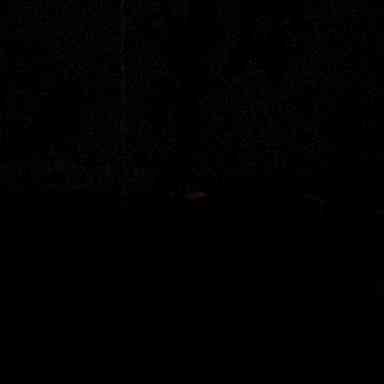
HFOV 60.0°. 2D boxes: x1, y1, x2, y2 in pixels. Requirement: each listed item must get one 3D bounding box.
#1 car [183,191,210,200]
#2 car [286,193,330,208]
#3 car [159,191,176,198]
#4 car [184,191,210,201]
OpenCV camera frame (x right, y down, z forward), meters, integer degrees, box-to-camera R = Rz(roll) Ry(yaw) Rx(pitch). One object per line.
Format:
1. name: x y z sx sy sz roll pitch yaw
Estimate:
1. car: 0.721 0.594 59.123 2.033 1.411 5.357 0 1 -35
2. car: 12.925 0.948 37.146 1.882 1.535 5.008 0 1 -36
3. car: -4.936 0.445 66.906 1.994 1.385 4.181 0 1 -36
4. car: 0.857 0.584 54.009 1.882 1.535 5.008 0 1 -35
